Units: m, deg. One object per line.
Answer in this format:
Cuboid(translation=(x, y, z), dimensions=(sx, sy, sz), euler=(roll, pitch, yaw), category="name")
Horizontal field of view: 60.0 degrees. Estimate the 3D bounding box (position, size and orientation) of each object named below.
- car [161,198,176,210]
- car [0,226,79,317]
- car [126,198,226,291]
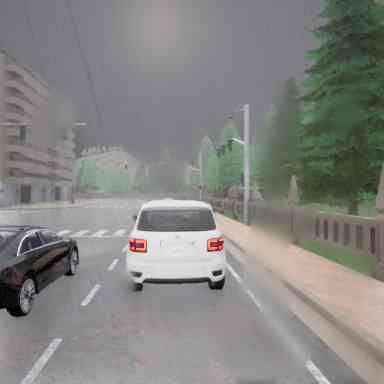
Cuboid(translation=(-3.136, 1.526, 44.406), dimensions=(1.812, 1.442, 4.674), euler=(0, 0, -4), category="car")
Cuboid(translation=(-3.966, 1.492, 7.390), dimensions=(2.128, 1.511, 4.902), euler=(0, 0, -3), category="car")
Cuboid(translation=(-0.473, 1.221, 9.169), dimensions=(2.150, 2.045, 5.566), euler=(0, 0, -4), category="car")
